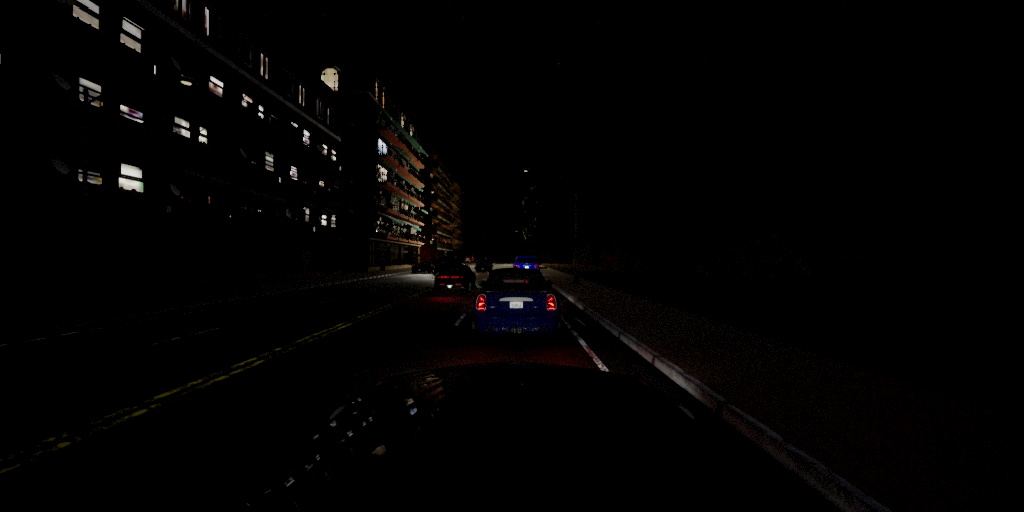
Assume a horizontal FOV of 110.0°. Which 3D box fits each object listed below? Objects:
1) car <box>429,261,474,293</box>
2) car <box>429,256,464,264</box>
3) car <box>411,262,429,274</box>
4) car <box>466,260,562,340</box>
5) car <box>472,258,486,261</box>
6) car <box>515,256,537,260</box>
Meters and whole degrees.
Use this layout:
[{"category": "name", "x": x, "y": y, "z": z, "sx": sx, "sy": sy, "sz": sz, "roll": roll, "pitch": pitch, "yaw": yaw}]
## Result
[{"category": "car", "x": -3.146, "y": 1.258, "z": 20.548, "sx": 1.837, "sy": 1.490, "sz": 4.892, "roll": 0, "pitch": 0, "yaw": 0}, {"category": "car", "x": -6.591, "y": 0.975, "z": 36.749, "sx": 2.150, "sy": 2.045, "sz": 5.566, "roll": 0, "pitch": 0, "yaw": 0}, {"category": "car", "x": -9.841, "y": 1.317, "z": 40.167, "sx": 1.994, "sy": 1.385, "sz": 4.181, "roll": 0, "pitch": 0, "yaw": 0}, {"category": "car", "x": 0.100, "y": 1.103, "z": 10.083, "sx": 2.097, "sy": 1.767, "sz": 4.553, "roll": 0, "pitch": 0, "yaw": 0}, {"category": "car", "x": -3.140, "y": 1.231, "z": 41.262, "sx": 1.882, "sy": 1.535, "sz": 5.008, "roll": 0, "pitch": 0, "yaw": 0}, {"category": "car", "x": 1.145, "y": 0.979, "z": 30.037, "sx": 2.150, "sy": 2.045, "sz": 5.566, "roll": 0, "pitch": 0, "yaw": 0}]
